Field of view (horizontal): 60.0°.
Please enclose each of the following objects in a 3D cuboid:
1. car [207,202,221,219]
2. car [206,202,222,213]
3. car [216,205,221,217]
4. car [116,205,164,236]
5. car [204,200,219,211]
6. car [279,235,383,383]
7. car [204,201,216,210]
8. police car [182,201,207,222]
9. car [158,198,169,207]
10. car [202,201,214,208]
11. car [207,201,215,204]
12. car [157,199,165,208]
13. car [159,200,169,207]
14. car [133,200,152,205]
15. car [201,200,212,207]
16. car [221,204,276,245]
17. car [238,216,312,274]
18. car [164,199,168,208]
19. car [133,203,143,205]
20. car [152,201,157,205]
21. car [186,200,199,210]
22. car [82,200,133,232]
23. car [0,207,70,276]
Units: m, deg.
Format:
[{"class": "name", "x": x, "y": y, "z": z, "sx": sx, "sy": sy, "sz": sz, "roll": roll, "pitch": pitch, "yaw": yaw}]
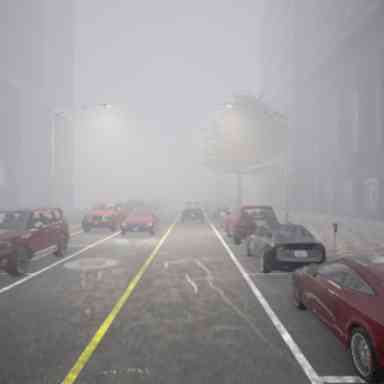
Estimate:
[{"class": "car", "x": 2.889, "y": 1.952, "z": 33.410, "sx": 1.947, "sy": 1.339, "sz": 4.313, "roll": 0, "pitch": -1, "yaw": 0}, {"class": "car", "x": 2.899, "y": 2.105, "z": 44.689, "sx": 1.802, "sy": 1.307, "sz": 4.206, "roll": 0, "pitch": -1, "yaw": 0}, {"class": "car", "x": 2.878, "y": 1.798, "z": 22.133, "sx": 1.887, "sy": 1.381, "sz": 4.507, "roll": 0, "pitch": -1, "yaw": 0}, {"class": "car", "x": -2.991, "y": 1.755, "z": 20.102, "sx": 1.812, "sy": 1.442, "sz": 4.674, "roll": 0, "pitch": -1, "yaw": 0}, {"class": "car", "x": 2.905, "y": 2.033, "z": 50.330, "sx": 1.967, "sy": 1.590, "sz": 4.097, "roll": 0, "pitch": -1, "yaw": 0}, {"class": "car", "x": 2.862, "y": 1.639, "z": 5.216, "sx": 1.802, "sy": 1.307, "sz": 4.206, "roll": 0, "pitch": -1, "yaw": 0}, {"class": "car", "x": 2.910, "y": 2.248, "z": 55.967, "sx": 1.802, "sy": 1.307, "sz": 4.206, "roll": 0, "pitch": -1, "yaw": 0}, {"class": "police car", "x": 0.084, "y": 1.770, "z": 29.936, "sx": 1.930, "sy": 1.638, "sz": 5.238, "roll": 0, "pitch": -1, "yaw": 1}, {"class": "car", "x": -5.610, "y": 2.054, "z": 61.619, "sx": 2.192, "sy": 1.841, "sz": 5.009, "roll": 0, "pitch": -1, "yaw": 0}, {"class": "car", "x": 2.915, "y": 2.305, "z": 61.605, "sx": 1.947, "sy": 1.339, "sz": 4.313, "roll": 0, "pitch": -1, "yaw": 0}, {"class": "car", "x": 2.894, "y": 1.981, "z": 39.221, "sx": 1.752, "sy": 1.417, "sz": 4.829, "roll": 0, "pitch": -1, "yaw": 0}, {"class": "car", "x": -5.621, "y": 2.159, "z": 50.341, "sx": 1.947, "sy": 1.339, "sz": 4.313, "roll": 0, "pitch": -1, "yaw": 0}, {"class": "car", "x": -5.604, "y": 2.398, "z": 67.255, "sx": 1.802, "sy": 1.307, "sz": 4.206, "roll": 0, "pitch": -1, "yaw": 0}, {"class": "car", "x": -5.637, "y": 1.701, "z": 33.428, "sx": 2.192, "sy": 1.841, "sz": 5.009, "roll": 0, "pitch": -1, "yaw": 0}, {"class": "car", "x": 2.921, "y": 2.382, "z": 67.245, "sx": 1.947, "sy": 1.339, "sz": 4.313, "roll": 0, "pitch": -1, "yaw": 0}, {"class": "car", "x": 2.872, "y": 1.502, "z": 16.496, "sx": 2.192, "sy": 1.841, "sz": 5.009, "roll": 0, "pitch": -1, "yaw": 0}, {"class": "car", "x": 2.867, "y": 1.687, "z": 10.853, "sx": 1.947, "sy": 1.339, "sz": 4.313, "roll": 0, "pitch": -1, "yaw": 0}, {"class": "car", "x": -5.615, "y": 2.232, "z": 55.978, "sx": 1.947, "sy": 1.339, "sz": 4.313, "roll": 0, "pitch": -1, "yaw": 0}, {"class": "car", "x": -5.642, "y": 1.885, "z": 27.788, "sx": 1.947, "sy": 1.339, "sz": 4.313, "roll": 0, "pitch": -1, "yaw": 0}, {"class": "car", "x": -5.631, "y": 1.998, "z": 39.065, "sx": 1.887, "sy": 1.381, "sz": 4.507, "roll": 0, "pitch": -1, "yaw": 0}, {"class": "car", "x": 0.058, "y": 2.143, "z": 54.834, "sx": 2.128, "sy": 1.511, "sz": 4.902, "roll": 0, "pitch": -1, "yaw": 0}, {"class": "car", "x": -5.648, "y": 1.568, "z": 22.152, "sx": 2.192, "sy": 1.841, "sz": 5.009, "roll": 0, "pitch": -1, "yaw": 0}, {"class": "car", "x": -5.659, "y": 1.436, "z": 10.874, "sx": 2.192, "sy": 1.841, "sz": 5.009, "roll": 0, "pitch": -1, "yaw": 0}]
